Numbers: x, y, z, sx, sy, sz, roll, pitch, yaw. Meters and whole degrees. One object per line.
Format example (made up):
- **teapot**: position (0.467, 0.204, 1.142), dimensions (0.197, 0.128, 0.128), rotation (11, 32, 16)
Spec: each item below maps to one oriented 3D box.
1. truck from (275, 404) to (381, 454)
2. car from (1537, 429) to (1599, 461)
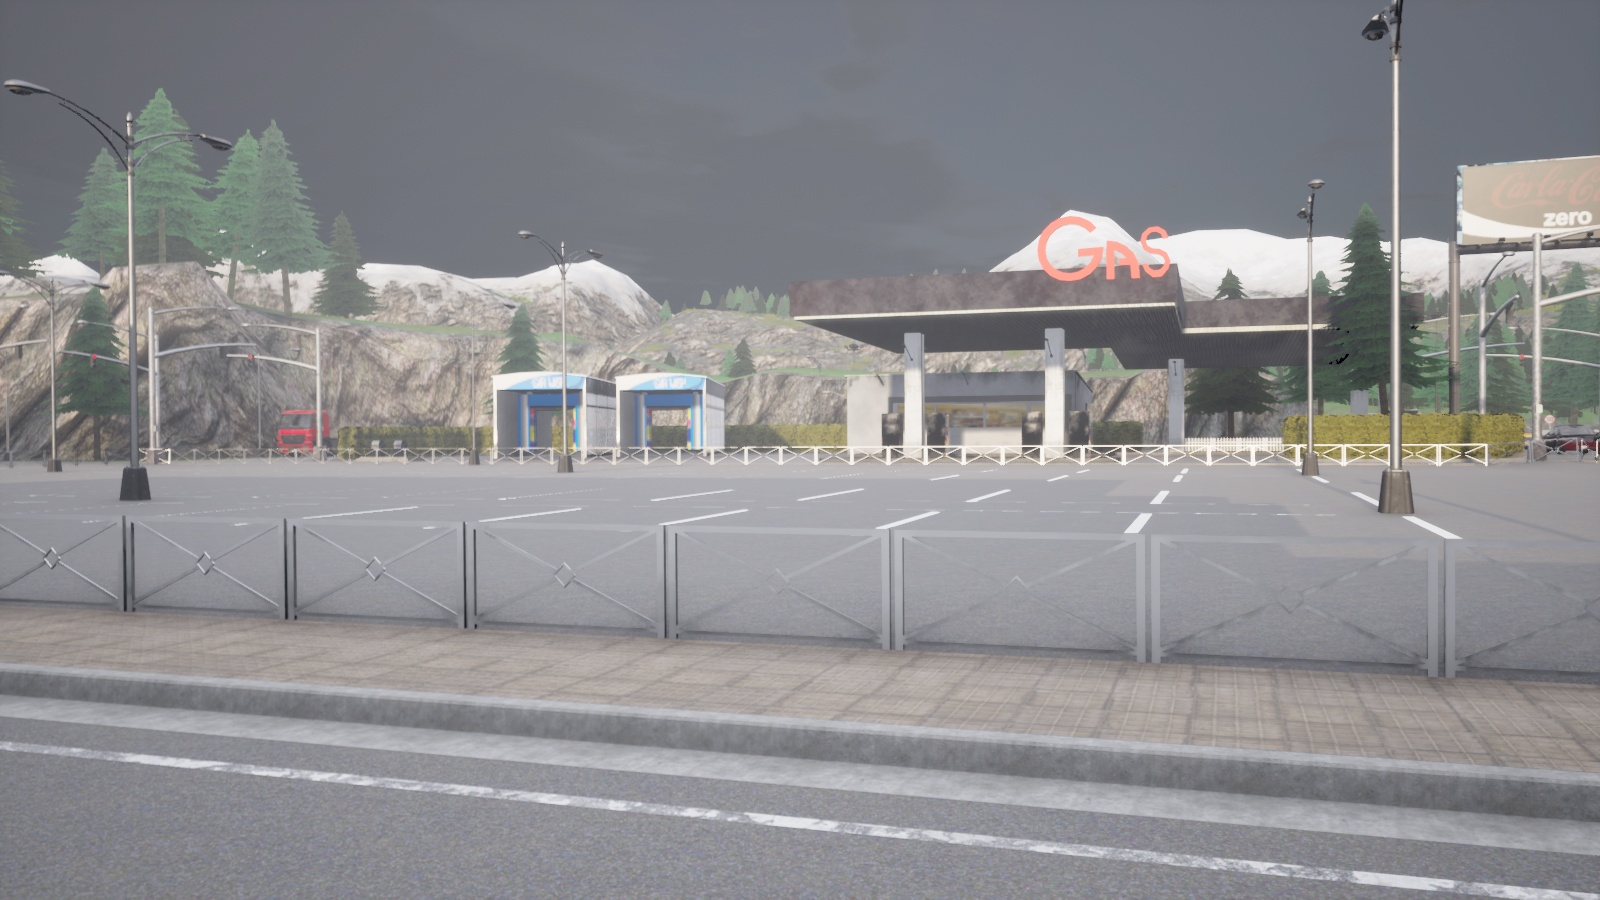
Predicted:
- **truck**: position (-34.227, -1.504, 91.375), dimensions (2.891, 3.462, 7.936), rotation (0, 1, 18)
- **car**: position (38.167, -0.220, 61.999), dimensions (2.163, 1.488, 4.792), rotation (0, -1, 19)
